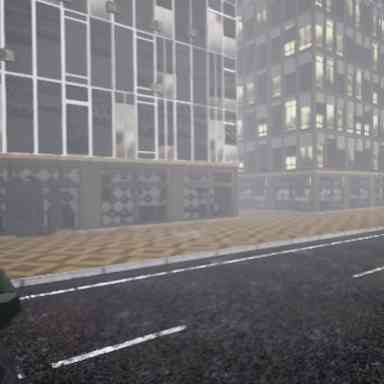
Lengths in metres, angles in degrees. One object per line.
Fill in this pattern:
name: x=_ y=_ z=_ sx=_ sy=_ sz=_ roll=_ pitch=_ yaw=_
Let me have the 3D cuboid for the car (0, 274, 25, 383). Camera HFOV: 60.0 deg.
car: x=-2.989 y=1.581 z=1.446 sx=4.181 sy=1.385 sz=1.994 roll=-1 pitch=0 yaw=-35

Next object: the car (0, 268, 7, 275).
car: x=-4.854 y=1.618 z=4.109 sx=4.718 sy=1.301 sz=1.895 roll=-1 pitch=0 yaw=-35
